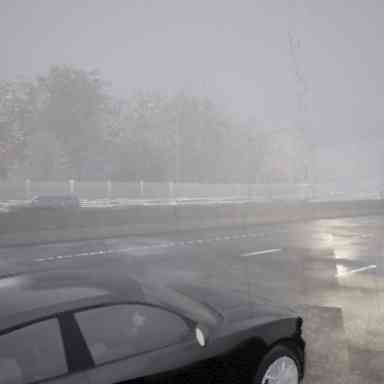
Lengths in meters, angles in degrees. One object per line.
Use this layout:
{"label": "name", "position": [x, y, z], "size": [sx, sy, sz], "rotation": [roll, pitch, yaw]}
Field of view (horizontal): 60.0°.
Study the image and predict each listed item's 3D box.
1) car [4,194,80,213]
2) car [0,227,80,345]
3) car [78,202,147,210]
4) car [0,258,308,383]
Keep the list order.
{"label": "car", "position": [-11.441, 1.192, 25.924], "size": [5.566, 2.045, 2.150], "rotation": [0, 0, -35]}
{"label": "car", "position": [-4.407, 1.510, 4.902], "size": [4.892, 1.490, 1.837], "rotation": [0, 0, -36]}
{"label": "car", "position": [-4.439, 1.500, 22.322], "size": [5.357, 1.411, 2.033], "rotation": [0, 0, -35]}
{"label": "car", "position": [-0.998, 1.473, 3.033], "size": [5.008, 1.535, 1.882], "rotation": [0, 0, -36]}
